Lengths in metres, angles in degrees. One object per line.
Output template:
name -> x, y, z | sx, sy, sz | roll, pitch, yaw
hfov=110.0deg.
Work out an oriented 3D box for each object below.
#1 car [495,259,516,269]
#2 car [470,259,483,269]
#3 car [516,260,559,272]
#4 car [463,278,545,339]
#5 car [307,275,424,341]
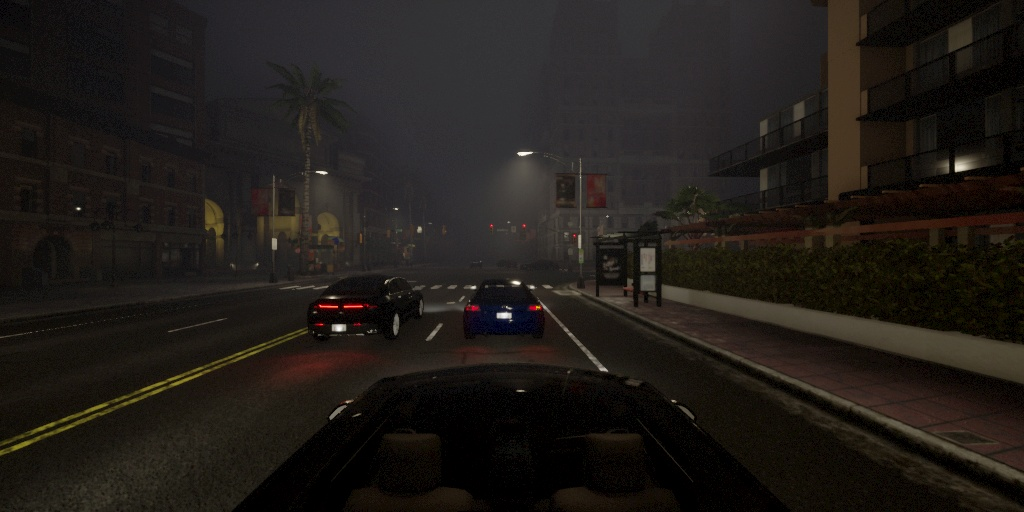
car -> -0.931, 1.258, 56.769 | 1.837, 1.490, 4.892 | -2, 1, -32
car -> -5.756, 1.244, 58.599 | 2.128, 1.511, 4.902 | 0, 0, -2
car -> 3.442, 1.230, 45.435 | 5.008, 1.535, 1.882 | 0, -1, -15
car -> -0.246, 1.314, 10.090 | 1.994, 1.385, 4.181 | 0, 0, -2
car -> -3.735, 1.255, 9.931 | 1.837, 1.490, 4.892 | 0, 0, -3
